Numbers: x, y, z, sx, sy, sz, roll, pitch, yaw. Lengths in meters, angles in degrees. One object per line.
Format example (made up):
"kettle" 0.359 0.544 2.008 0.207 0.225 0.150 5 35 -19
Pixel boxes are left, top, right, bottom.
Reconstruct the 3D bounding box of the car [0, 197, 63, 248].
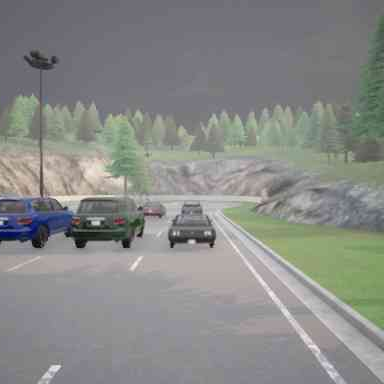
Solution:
"car" -7.000 1.216 14.800 2.150 2.045 5.566 0 0 0

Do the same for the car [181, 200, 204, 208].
"car" 0.031 1.492 29.972 2.128 1.511 4.902 0 0 1

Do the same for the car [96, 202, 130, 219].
"car" -6.978 1.601 29.866 1.895 1.301 4.718 0 0 1

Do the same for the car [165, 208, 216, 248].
"car" 0.002 1.601 14.886 1.895 1.301 4.718 0 0 0

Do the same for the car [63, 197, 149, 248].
"car" -3.500 1.216 14.800 2.150 2.045 5.566 0 0 0

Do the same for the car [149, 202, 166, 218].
"car" -3.467 1.564 30.011 1.994 1.385 4.181 0 0 1
